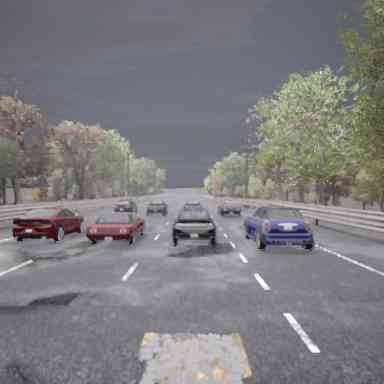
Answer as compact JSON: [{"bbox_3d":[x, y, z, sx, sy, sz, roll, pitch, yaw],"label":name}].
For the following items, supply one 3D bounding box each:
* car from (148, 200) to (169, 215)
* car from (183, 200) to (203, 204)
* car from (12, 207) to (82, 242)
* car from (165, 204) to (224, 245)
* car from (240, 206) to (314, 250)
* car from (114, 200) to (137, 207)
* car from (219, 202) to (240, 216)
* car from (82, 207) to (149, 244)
[{"bbox_3d":[-3.415,1.531,33.585,2.128,1.511,4.902,0,0,0],"label":"car"},{"bbox_3d":[0.085,1.532,33.619,2.128,1.511,4.902,0,0,0],"label":"car"},{"bbox_3d":[-6.908,1.496,16.563,1.882,1.535,5.008,0,0,0],"label":"car"},{"bbox_3d":[0.092,1.509,15.524,2.128,1.511,4.902,0,0,0],"label":"car"},{"bbox_3d":[3.593,1.369,14.564,2.097,1.767,4.553,0,0,0],"label":"car"},{"bbox_3d":[-6.914,1.567,34.869,1.812,1.442,4.674,0,0,0],"label":"car"},{"bbox_3d":[3.562,1.640,32.508,1.895,1.301,4.718,0,0,-1],"label":"car"},{"bbox_3d":[-3.406,1.619,15.804,1.895,1.301,4.718,0,0,0],"label":"car"}]
